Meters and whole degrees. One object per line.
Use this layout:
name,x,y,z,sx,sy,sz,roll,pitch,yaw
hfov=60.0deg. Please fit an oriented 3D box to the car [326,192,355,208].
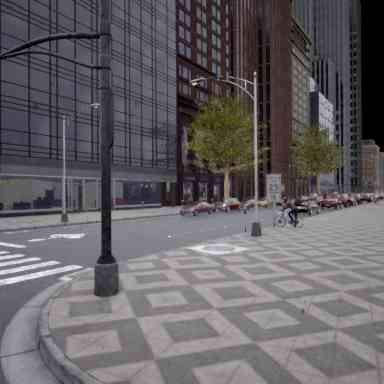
car,20.351,1.136,45.406,2.192,1.841,5.009,0,0,35

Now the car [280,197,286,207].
car,13.334,1.455,50.245,1.947,1.339,4.313,0,0,35

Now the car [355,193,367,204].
car,26.746,1.117,54.694,2.192,1.841,5.009,0,0,35

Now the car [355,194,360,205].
car,23.549,1.377,50.049,1.947,1.339,4.313,0,0,35

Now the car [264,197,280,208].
car,10.039,1.426,45.459,1.752,1.417,4.829,0,0,35

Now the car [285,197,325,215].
car,10.759,1.424,31.471,1.947,1.339,4.313,0,0,35

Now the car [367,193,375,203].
car,33.142,1.098,63.983,2.192,1.841,5.009,0,0,35

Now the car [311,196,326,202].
car,26.128,1.417,68.825,1.947,1.339,4.313,0,0,35

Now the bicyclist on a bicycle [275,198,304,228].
bicyclist on a bicycle,5.325,1.177,18.357,1.656,1.620,0.582,-1,0,35

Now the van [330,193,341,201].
van,35.719,1.184,82.761,1.690,1.788,3.998,-1,0,35

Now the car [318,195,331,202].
car,29.325,1.426,73.469,1.802,1.307,4.206,0,0,35

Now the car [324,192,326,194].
car,22.274,1.051,52.731,2.150,2.045,5.566,-1,0,35

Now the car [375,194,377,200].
car,36.437,1.301,68.766,1.752,1.417,4.829,-1,0,35

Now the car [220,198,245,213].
car,3.739,1.366,36.310,1.967,1.590,4.097,0,0,35

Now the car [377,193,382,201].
car,42.736,1.357,77.914,1.802,1.307,4.206,-1,0,35

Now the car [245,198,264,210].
car,6.938,1.494,40.955,1.802,1.307,4.206,0,0,35

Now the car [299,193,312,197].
car,19.730,1.415,59.535,1.887,1.381,4.507,0,0,35

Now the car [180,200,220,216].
car,0.542,1.524,31.665,1.802,1.307,4.206,0,0,35

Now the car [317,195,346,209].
car,17.154,1.376,40.760,1.887,1.381,4.507,0,0,35

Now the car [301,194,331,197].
car,16.585,1.339,44.467,2.128,1.511,4.902,-1,0,35
